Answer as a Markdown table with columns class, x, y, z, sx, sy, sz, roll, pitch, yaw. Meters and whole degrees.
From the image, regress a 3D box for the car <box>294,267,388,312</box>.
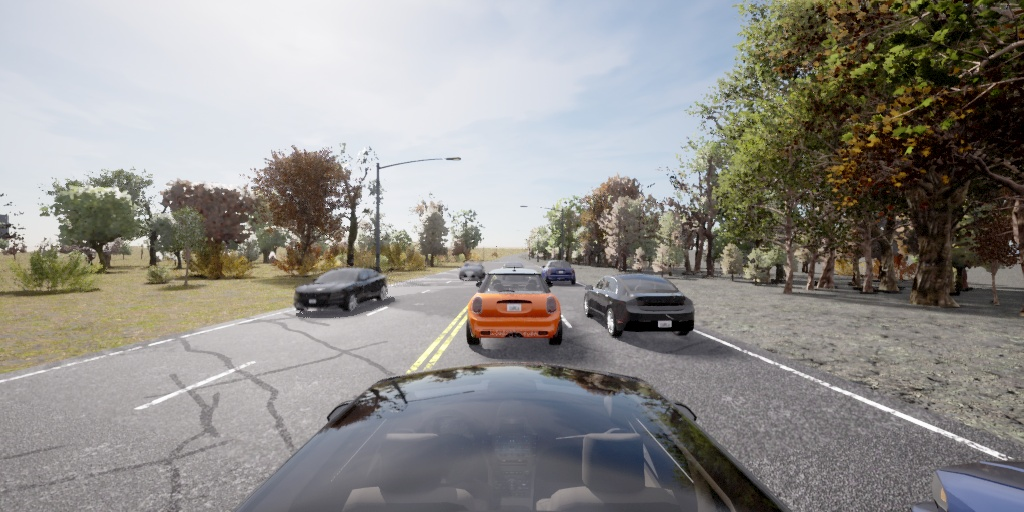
| class | x | y | z | sx | sy | sz | roll | pitch | yaw |
| --- | --- | --- | --- | --- | --- | --- | --- | --- | --- |
| car | -6.590 | 1.226 | 14.358 | 1.882 | 1.535 | 5.008 | 0 | 0 | 0 |

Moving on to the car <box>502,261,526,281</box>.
| class | x | y | z | sx | sy | sz | roll | pitch | yaw |
| --- | --- | --- | --- | --- | --- | --- | --- | --- | --- |
| car | 0.126 | 1.225 | 30.997 | 1.882 | 1.535 | 5.008 | 0 | 0 | -1 |

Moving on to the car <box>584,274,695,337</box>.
| class | x | y | z | sx | sy | sz | roll | pitch | yaw |
| --- | --- | --- | --- | --- | --- | --- | --- | --- | --- |
| car | 3.319 | 1.246 | 10.214 | 1.837 | 1.490 | 4.892 | -1 | 0 | 0 |

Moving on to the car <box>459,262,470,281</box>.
| class | x | y | z | sx | sy | sz | roll | pitch | yaw |
| --- | --- | --- | --- | --- | --- | --- | --- | --- | --- |
| car | -3.322 | 1.239 | 30.404 | 2.128 | 1.511 | 4.902 | 0 | 0 | 0 |

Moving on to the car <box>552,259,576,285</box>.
| class | x | y | z | sx | sy | sz | roll | pitch | yaw |
| --- | --- | --- | --- | --- | --- | --- | --- | --- | --- |
| car | 3.329 | 1.092 | 26.448 | 2.097 | 1.767 | 4.553 | -1 | 0 | 0 |

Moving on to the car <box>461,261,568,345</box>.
| class | x | y | z | sx | sy | sz | roll | pitch | yaw |
| --- | --- | --- | --- | --- | --- | --- | --- | --- | --- |
| car | 0.066 | 1.101 | 9.646 | 2.097 | 1.767 | 4.553 | 0 | 0 | 0 |
